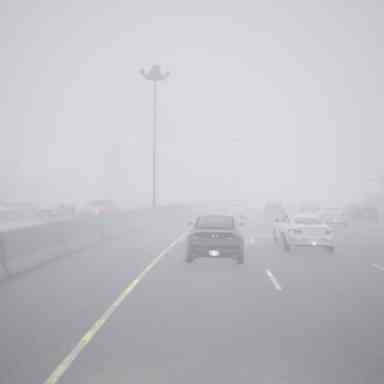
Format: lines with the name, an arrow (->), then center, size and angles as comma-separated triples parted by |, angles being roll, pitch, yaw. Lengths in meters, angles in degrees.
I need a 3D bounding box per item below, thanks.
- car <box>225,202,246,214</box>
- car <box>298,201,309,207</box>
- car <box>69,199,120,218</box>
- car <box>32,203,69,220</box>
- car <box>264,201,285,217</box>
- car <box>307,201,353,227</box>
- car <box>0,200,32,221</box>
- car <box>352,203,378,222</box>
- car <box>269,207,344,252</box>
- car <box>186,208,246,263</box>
car -> 3.871, 1.626, 30.170 | 1.812, 1.442, 4.674 | 0, 0, 13
car -> 13.886, 1.736, 40.090 | 2.033, 1.411, 5.357 | 0, 0, 18
car -> -7.669, 1.372, 27.297 | 2.097, 1.767, 4.553 | 0, 0, 11
car -> -11.040, 1.604, 28.346 | 1.895, 1.301, 4.718 | 0, 0, 11
car -> 8.254, 1.627, 33.233 | 2.128, 1.511, 4.902 | 0, 0, 15
car -> 9.637, 1.646, 23.618 | 1.812, 1.442, 4.674 | 0, 0, 11
car -> -14.730, 1.455, 27.595 | 1.882, 1.535, 5.008 | 0, 0, 11
car -> 14.256, 1.639, 28.487 | 1.882, 1.535, 5.008 | 0, 0, 13
car -> 4.608, 1.591, 14.122 | 1.812, 1.442, 4.674 | 0, 0, 7
car -> 0.869, 1.541, 12.133 | 1.837, 1.490, 4.892 | 0, 0, 5
